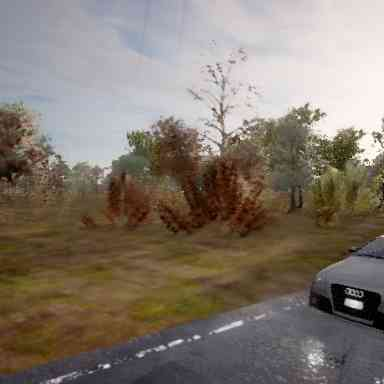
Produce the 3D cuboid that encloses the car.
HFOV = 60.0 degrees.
[{"bbox_3d":[4.137,1.551,6.321,4.181,1.385,1.994,0,0,-35],"label":"car"}]
